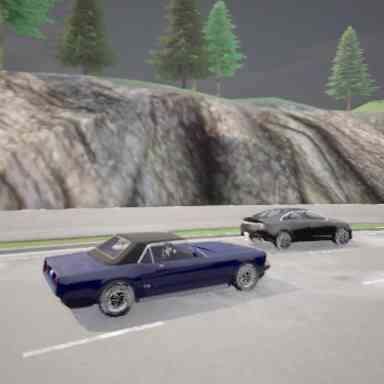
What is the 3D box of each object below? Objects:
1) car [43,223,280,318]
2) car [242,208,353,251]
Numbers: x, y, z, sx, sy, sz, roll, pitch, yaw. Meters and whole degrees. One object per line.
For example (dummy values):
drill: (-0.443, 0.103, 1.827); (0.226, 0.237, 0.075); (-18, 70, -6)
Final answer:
car: (-0.574, 1.537, 7.220); (4.718, 1.301, 1.895); (0, 1, -31)
car: (4.325, 1.405, 13.617); (4.902, 1.511, 2.128); (0, 0, -23)
